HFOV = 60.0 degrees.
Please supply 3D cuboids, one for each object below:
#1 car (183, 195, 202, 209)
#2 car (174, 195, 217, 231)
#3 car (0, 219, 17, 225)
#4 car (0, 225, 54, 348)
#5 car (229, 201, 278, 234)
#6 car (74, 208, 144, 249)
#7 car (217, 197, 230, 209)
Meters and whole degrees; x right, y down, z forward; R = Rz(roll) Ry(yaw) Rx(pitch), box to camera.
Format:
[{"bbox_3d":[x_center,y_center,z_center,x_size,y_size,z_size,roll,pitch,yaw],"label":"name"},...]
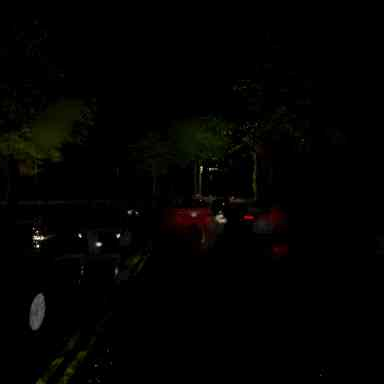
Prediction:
[{"bbox_3d":[0.104,1.121,39.500,2.128,1.511,4.902,0,0,0],"label":"car"},{"bbox_3d":[0.103,1.183,19.425,2.097,1.767,4.553,0,1,0],"label":"car"},{"bbox_3d":[-6.551,1.481,9.885,1.994,1.385,4.181,0,0,1],"label":"car"},{"bbox_3d":[-3.343,1.446,3.758,1.882,1.535,5.008,0,0,0],"label":"car"},{"bbox_3d":[3.353,1.368,18.144,1.812,1.442,4.674,0,0,0],"label":"car"},{"bbox_3d":[-3.256,1.425,14.294,2.033,1.411,5.357,0,1,0],"label":"car"},{"bbox_3d":[3.354,1.216,37.476,1.994,1.385,4.181,0,1,0],"label":"car"}]
